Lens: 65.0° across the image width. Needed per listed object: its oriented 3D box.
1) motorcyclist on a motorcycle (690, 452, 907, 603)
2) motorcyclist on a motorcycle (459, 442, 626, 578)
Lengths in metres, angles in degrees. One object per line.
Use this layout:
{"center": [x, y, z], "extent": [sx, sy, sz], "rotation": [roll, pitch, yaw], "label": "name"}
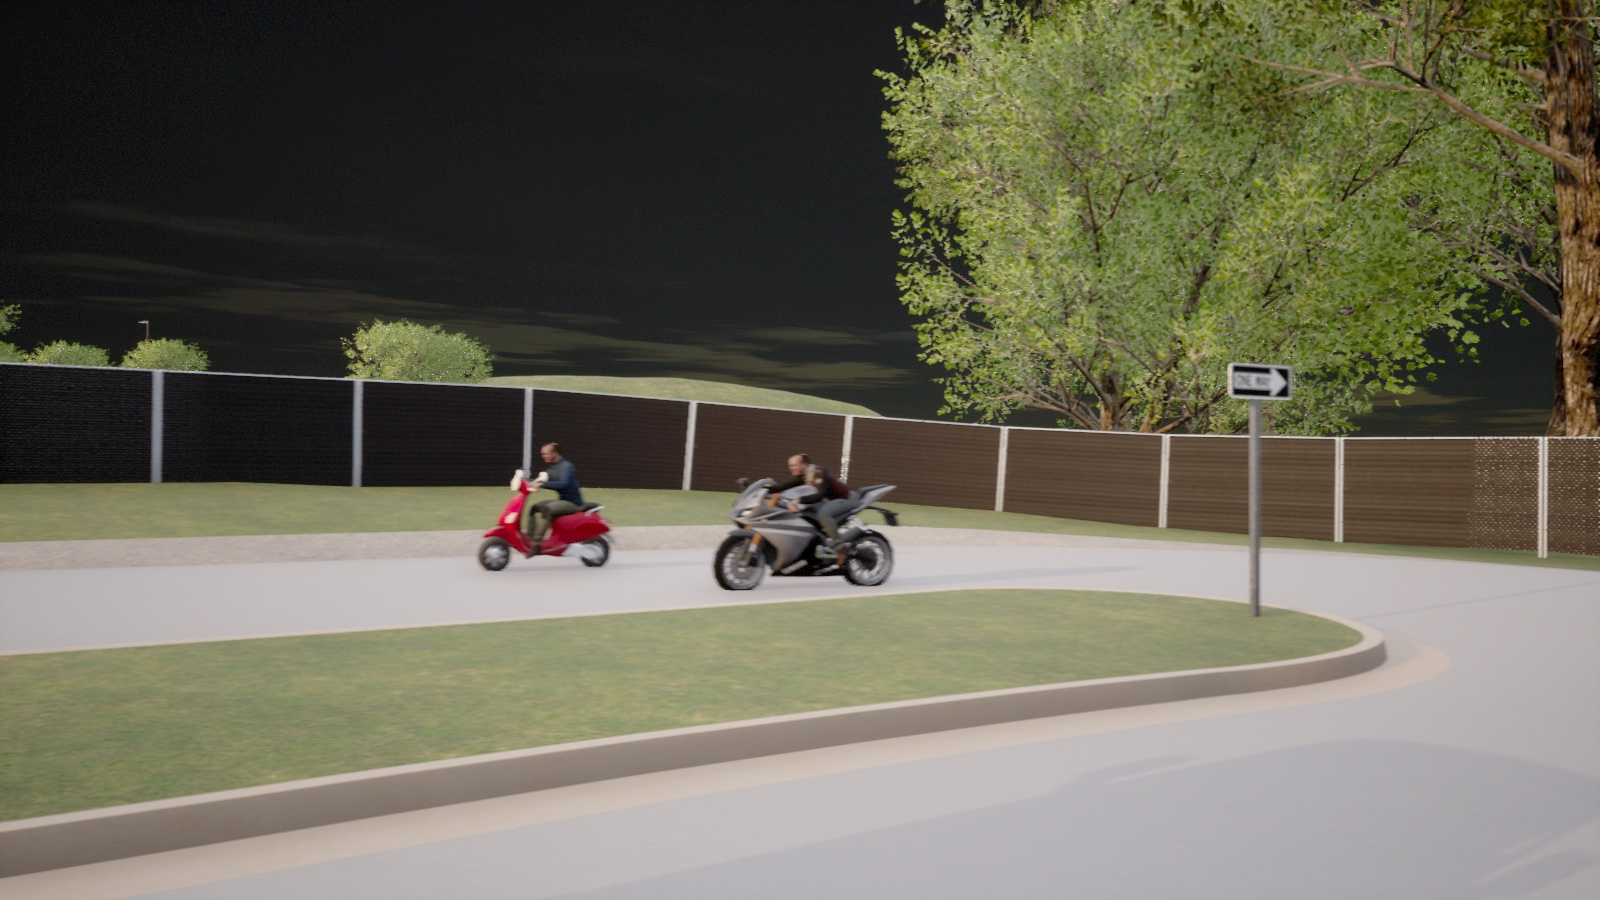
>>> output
{"center": [-0.014, 0.806, 13.752], "extent": [2.191, 1.530, 0.866], "rotation": [1, 1, -26], "label": "motorcyclist on a motorcycle"}
{"center": [-3.182, 0.711, 15.557], "extent": [1.817, 1.590, 0.866], "rotation": [1, 0, -33], "label": "motorcyclist on a motorcycle"}
